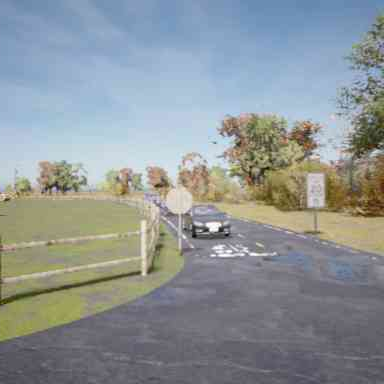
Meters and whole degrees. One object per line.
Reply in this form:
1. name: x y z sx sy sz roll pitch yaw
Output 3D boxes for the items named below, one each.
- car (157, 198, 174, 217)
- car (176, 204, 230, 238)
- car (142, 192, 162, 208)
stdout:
1. car: -1.736 1.477 30.232 1.895 1.301 4.718 -1 0 -12
2. car: 0.599 1.399 17.303 2.128 1.511 4.902 -1 0 -9
3. car: -5.448 1.077 44.976 2.150 2.045 5.566 -1 0 -16
